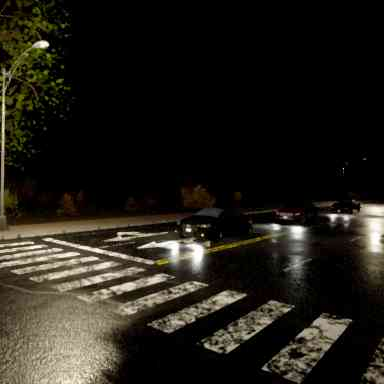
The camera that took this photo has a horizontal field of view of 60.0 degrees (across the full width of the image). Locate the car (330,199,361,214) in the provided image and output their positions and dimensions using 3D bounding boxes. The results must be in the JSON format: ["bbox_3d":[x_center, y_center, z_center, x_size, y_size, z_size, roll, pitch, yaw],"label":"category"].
[{"bbox_3d":[15.452,1.410,33.267,2.033,1.411,5.357,2,1,39],"label":"car"}]

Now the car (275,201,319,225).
[{"bbox_3d":[7.487,1.377,23.331,1.812,1.442,4.674,2,1,38],"label":"car"}]

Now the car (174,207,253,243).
[{"bbox_3d":[1.104,1.404,15.358,1.994,1.385,4.181,2,1,39],"label":"car"}]
